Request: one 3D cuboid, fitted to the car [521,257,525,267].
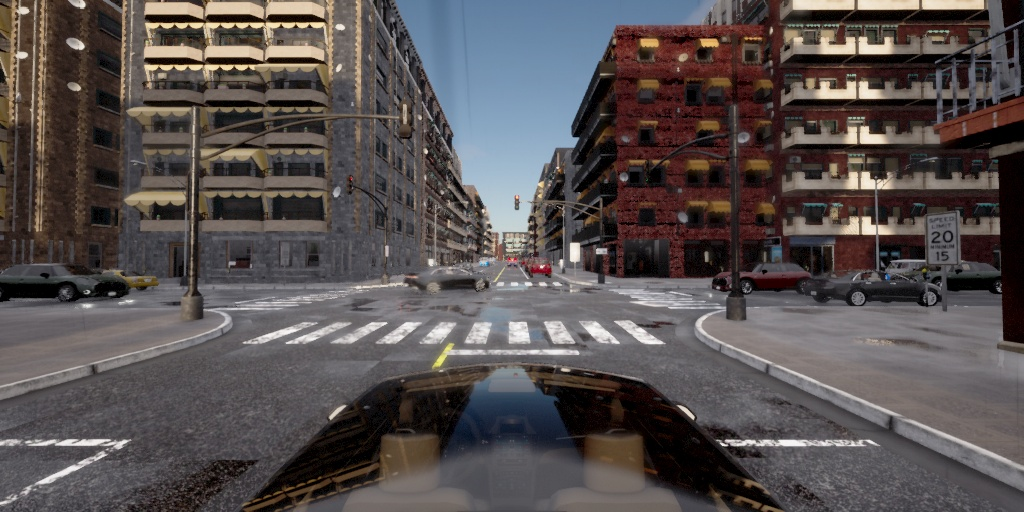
[{"bbox_3d":[2.617,1.087,45.176,2.192,1.841,5.009,0,0,0],"label":"car"}]

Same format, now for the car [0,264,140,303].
[{"bbox_3d":[-20.453,1.137,16.350,4.553,1.767,2.097,0,-1,0],"label":"car"}]

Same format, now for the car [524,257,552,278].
[{"bbox_3d":[2.604,1.078,34.053,2.192,1.841,5.009,0,0,0],"label":"car"}]

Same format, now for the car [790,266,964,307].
[{"bbox_3d":[13.759,1.186,13.747,4.403,1.370,2.007,0,0,0],"label":"car"}]

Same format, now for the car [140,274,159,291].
[{"bbox_3d":[-24.420,1.436,21.762,4.829,1.417,1.751,0,0,0],"label":"car"}]

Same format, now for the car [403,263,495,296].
[{"bbox_3d":[-3.508,1.301,19.811,4.902,1.511,2.128,1,-1,-39],"label":"car"}]

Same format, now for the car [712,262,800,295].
[{"bbox_3d":[13.236,1.102,19.159,4.553,1.767,2.097,0,-1,-1],"label":"car"}]

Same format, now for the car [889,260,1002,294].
[{"bbox_3d":[23.085,1.079,19.145,4.553,1.767,2.097,0,-1,0],"label":"car"}]

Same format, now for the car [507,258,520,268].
[{"bbox_3d":[0.072,1.425,63.670,1.895,1.301,4.718,0,0,0],"label":"car"}]
